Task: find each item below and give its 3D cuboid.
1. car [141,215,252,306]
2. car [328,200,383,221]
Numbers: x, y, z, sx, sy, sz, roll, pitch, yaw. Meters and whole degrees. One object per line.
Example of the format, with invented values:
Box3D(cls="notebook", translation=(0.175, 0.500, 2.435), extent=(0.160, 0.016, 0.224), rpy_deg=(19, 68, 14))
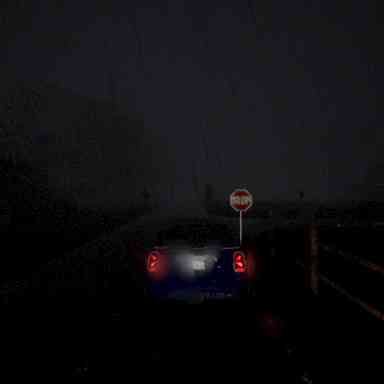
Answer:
Box3D(cls="car", translation=(0.083, 1.348, 8.162), extent=(2.097, 1.767, 4.553), rpy_deg=(0, 0, 0))
Box3D(cls="car", translation=(13.010, 1.411, 25.361), extent=(5.008, 1.535, 1.882), rpy_deg=(0, 0, -2))
